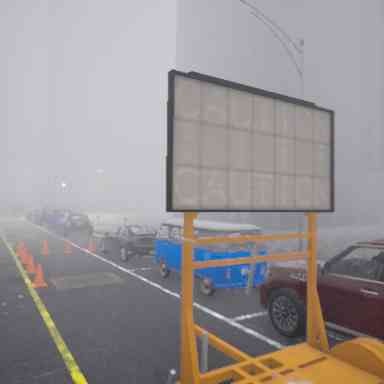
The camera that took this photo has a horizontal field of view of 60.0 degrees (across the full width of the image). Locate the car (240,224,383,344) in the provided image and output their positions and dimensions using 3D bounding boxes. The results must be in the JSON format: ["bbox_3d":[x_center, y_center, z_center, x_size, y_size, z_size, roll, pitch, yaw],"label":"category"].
[{"bbox_3d":[3.233,1.556,4.861,2.192,1.841,5.009,2,-2,-32],"label":"car"}]

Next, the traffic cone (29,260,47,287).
[{"bbox_3d":[-4.151,2.242,9.046,0.340,0.580,0.340,2,-3,-32],"label":"traffic cone"}]

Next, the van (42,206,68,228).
[{"bbox_3d":[-11.354,2.235,28.312,1.690,1.788,3.998,2,-2,-32],"label":"van"}]

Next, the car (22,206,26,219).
[{"bbox_3d":[-20.110,2.834,42.377,1.887,1.381,4.507,2,-2,-32],"label":"car"}]

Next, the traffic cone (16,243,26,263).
[{"bbox_3d":[-6.263,2.336,12.442,0.340,0.580,0.340,2,-2,-32],"label":"traffic cone"}]

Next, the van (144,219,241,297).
[{"bbox_3d":[0.315,1.713,9.550,1.690,1.788,3.998,2,-2,-32],"label":"van"}]

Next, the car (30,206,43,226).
[{"bbox_3d":[-14.272,2.340,33.004,2.192,1.841,5.009,2,-2,-32],"label":"car"}]

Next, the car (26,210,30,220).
[{"bbox_3d":[-17.192,2.707,37.686,2.008,1.369,4.403,2,-2,-32],"label":"car"}]

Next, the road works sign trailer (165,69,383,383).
[{"bbox_3d":[0.647,0.628,3.829,2.380,3.560,2.880,2,-3,-32],"label":"road works sign trailer"}]

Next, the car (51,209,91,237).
[{"bbox_3d":[-8.439,2.203,23.619,1.967,1.590,4.097,2,-2,-32],"label":"car"}]

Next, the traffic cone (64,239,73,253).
[{"bbox_3d":[-5.620,2.448,15.194,0.340,0.580,0.340,2,-2,-32],"label":"traffic cone"}]

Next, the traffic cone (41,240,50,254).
[{"bbox_3d":[-6.469,2.416,14.667,0.340,0.580,0.340,2,-3,-32],"label":"traffic cone"}]

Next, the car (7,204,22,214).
[{"bbox_3d":[-34.381,3.263,65.342,2.192,1.841,5.009,2,-2,-32],"label":"car"}]

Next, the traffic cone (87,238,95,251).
[{"bbox_3d":[-4.771,2.480,15.721,0.340,0.580,0.340,2,-2,-32],"label":"traffic cone"}]

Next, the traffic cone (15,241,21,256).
[{"bbox_3d":[-7.319,2.383,14.140,0.340,0.580,0.340,2,-2,-32],"label":"traffic cone"}]

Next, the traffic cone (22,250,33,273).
[{"bbox_3d":[-5.207,2.289,10.744,0.340,0.580,0.340,2,-2,-32],"label":"traffic cone"}]

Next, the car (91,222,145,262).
[{"bbox_3d":[-2.605,2.053,14.234,2.008,1.369,4.403,2,-2,-32],"label":"car"}]
